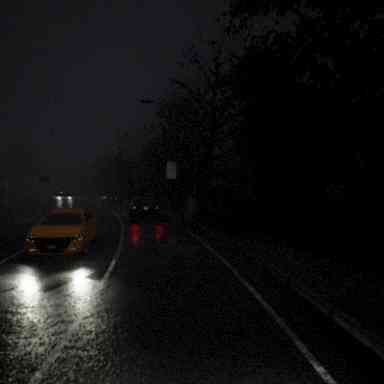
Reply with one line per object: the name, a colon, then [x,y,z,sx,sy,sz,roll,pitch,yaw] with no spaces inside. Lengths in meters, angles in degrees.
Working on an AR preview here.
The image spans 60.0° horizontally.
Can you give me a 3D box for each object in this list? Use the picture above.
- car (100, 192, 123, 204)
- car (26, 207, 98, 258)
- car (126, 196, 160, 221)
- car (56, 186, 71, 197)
car: [-10.106,0.734,41.478,2.033,1.411,5.357,1,2,-26]
car: [-4.813,1.405,12.849,1.882,1.535,5.008,0,1,-10]
car: [-3.715,1.104,24.858,2.097,1.767,4.553,1,1,-15]
car: [-20.581,-0.131,53.166,1.837,1.490,4.892,2,2,-30]
